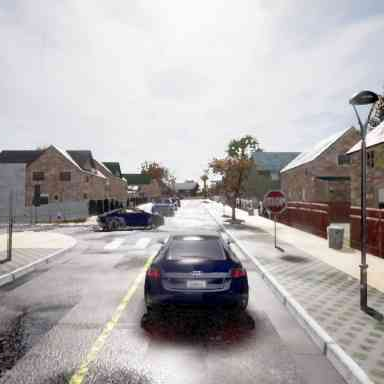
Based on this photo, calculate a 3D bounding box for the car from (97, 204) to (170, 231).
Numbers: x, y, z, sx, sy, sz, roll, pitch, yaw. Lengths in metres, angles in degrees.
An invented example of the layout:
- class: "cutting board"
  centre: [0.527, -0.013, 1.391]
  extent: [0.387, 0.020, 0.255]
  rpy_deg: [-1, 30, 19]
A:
- class: "car"
  centre: [-3.858, 1.666, 21.081]
  extent: [4.181, 1.385, 1.994]
  rpy_deg: [1, -3, -29]

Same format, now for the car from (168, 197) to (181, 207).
- class: "car"
  centre: [-2.853, 1.654, 54.659]
  extent: [1.882, 1.535, 5.008]
  rpy_deg: [0, 0, 0]

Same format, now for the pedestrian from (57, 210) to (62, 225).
- class: "pedestrian"
  centre: [-9.918, 1.856, 24.844]
  extent: [0.500, 1.100, 0.500]
  rpy_deg: [0, -2, 5]

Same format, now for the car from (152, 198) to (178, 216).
- class: "car"
  centre: [-2.858, 1.432, 33.507]
  extent: [2.097, 1.767, 4.553]
  rpy_deg: [0, 0, 0]

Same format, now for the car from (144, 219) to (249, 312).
- class: "car"
  centre: [0.093, 1.574, 7.798]
  extent: [1.994, 1.385, 4.181]
  rpy_deg: [0, 0, 0]

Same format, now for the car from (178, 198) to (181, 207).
- class: "car"
  centre: [-2.856, 1.625, 43.612]
  extent: [1.837, 1.490, 4.892]
  rpy_deg: [0, 0, 0]
